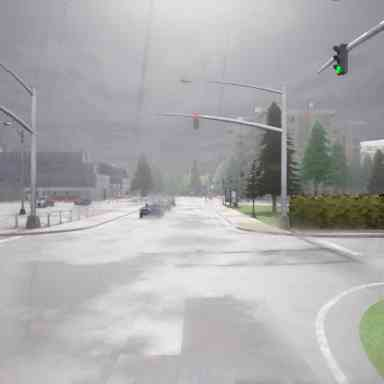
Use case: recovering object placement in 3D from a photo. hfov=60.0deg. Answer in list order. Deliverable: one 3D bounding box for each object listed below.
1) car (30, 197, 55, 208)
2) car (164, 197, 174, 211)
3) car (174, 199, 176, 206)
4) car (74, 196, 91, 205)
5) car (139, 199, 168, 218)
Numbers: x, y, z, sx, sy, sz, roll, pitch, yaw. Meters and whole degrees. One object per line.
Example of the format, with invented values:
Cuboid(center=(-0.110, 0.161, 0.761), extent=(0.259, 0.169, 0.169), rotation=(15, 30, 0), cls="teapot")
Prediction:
Cuboid(center=(-20.481, 1.384, 45.651), extent=(1.970, 1.475, 3.806), rotation=(0, 0, 0), cls="car")
Cuboid(center=(-3.568, 1.564, 40.272), extent=(1.994, 1.385, 4.181), rotation=(0, 0, 0), cls="car")
Cuboid(center=(-3.520, 1.478, 50.755), extent=(1.882, 1.535, 5.008), rotation=(0, 0, 0), cls="car")
Cuboid(center=(-17.424, 1.374, 53.040), extent=(1.845, 1.501, 3.633), rotation=(0, 0, 0), cls="car")
Cuboid(center=(-3.581, 1.601, 30.276), extent=(1.895, 1.301, 4.718), rotation=(0, 0, 0), cls="car")
